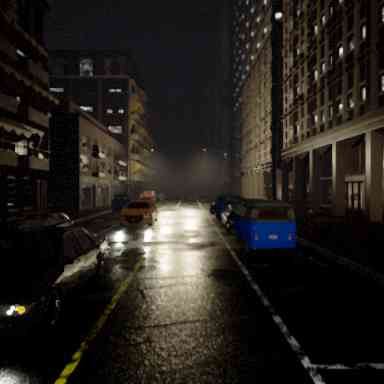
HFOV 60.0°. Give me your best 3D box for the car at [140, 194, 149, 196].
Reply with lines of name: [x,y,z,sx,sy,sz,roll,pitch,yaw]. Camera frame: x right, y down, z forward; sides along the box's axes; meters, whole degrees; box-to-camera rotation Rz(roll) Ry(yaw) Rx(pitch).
car: [-5.985,1.218,35.053,1.802,1.307,4.206,0,1,0]

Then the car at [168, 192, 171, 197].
car: [-6.326,0.755,74.419,1.752,1.417,4.829,0,1,0]

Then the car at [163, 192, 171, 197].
car: [-6.425,0.662,85.886,1.887,1.381,4.507,0,1,0]

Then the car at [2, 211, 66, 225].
car: [-5.790,1.430,12.461,2.008,1.369,4.403,0,1,0]

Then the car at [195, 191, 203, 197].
car: [1.906,0.475,91.604,1.967,1.590,4.097,0,1,0]

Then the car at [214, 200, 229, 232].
car: [2.541,1.342,18.181,2.008,1.369,4.403,0,1,0]

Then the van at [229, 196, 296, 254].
van: [2.589,1.193,12.531,1.690,1.788,3.998,0,1,0]

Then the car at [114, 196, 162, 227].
car: [-3.253,1.256,20.991,1.882,1.535,5.008,0,1,0]

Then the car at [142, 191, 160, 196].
car: [-6.084,0.833,46.347,2.192,1.841,5.009,0,1,0]

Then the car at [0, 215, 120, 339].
car: [-3.156,1.478,7.025,2.033,1.411,5.357,0,1,-1]

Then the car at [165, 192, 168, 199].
car: [-6.229,0.893,63.293,2.008,1.369,4.403,0,1,0]

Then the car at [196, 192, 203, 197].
car: [1.955,0.672,85.959,1.802,1.307,4.206,0,1,0]

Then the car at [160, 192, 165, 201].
car: [-6.181,0.966,57.646,1.947,1.339,4.313,0,1,0]

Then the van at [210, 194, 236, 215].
van: [2.492,1.071,23.827,1.690,1.788,3.998,0,1,0]

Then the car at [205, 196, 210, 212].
car: [2.443,1.235,29.477,1.947,1.339,4.313,0,1,0]

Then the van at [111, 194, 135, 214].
van: [-5.937,1.038,29.403,1.690,1.788,3.998,0,1,0]

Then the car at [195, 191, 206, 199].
car: [2.101,0.840,69.014,1.802,1.307,4.206,0,1,0]
